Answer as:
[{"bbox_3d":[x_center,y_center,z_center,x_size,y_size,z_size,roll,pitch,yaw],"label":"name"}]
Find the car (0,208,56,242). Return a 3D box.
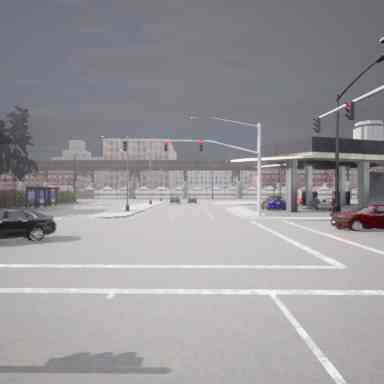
[{"bbox_3d":[-8.593,1.505,14.638,4.892,1.490,1.837,0,-2,-41],"label":"car"}]

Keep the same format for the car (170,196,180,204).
[{"bbox_3d":[-3.358,1.491,66.287,2.128,1.511,4.902,0,0,0],"label":"car"}]

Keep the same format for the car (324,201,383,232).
[{"bbox_3d":[10.779,1.478,19.478,5.008,1.535,1.882,0,0,-1],"label":"car"}]

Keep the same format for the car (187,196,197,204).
[{"bbox_3d":[0.040,1.547,64.364,2.033,1.411,5.357,0,0,0],"label":"car"}]

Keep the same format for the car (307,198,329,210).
[{"bbox_3d":[15.480,1.456,40.442,1.970,1.475,3.806,0,0,0],"label":"car"}]

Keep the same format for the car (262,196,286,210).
[{"bbox_3d":[9.735,1.295,39.683,2.242,1.667,4.611,0,0,0],"label":"car"}]
